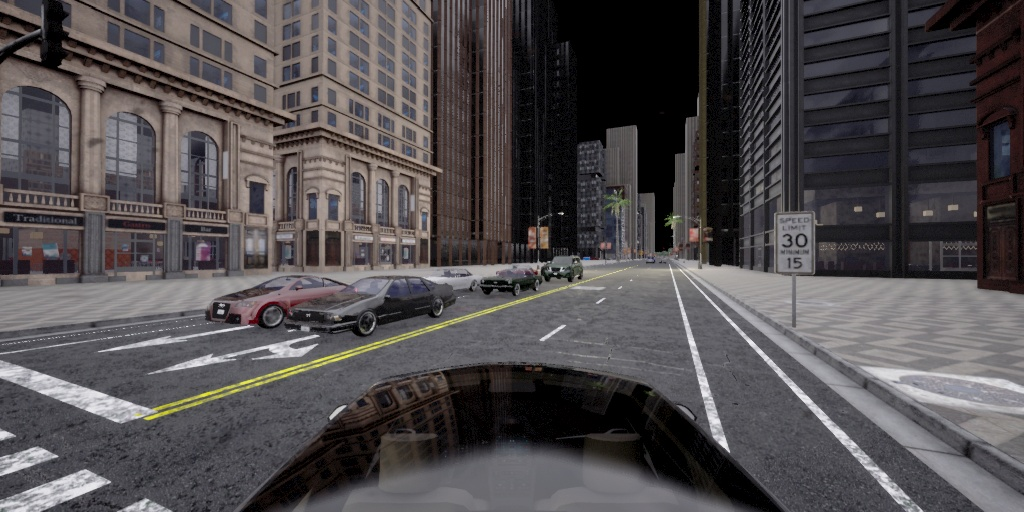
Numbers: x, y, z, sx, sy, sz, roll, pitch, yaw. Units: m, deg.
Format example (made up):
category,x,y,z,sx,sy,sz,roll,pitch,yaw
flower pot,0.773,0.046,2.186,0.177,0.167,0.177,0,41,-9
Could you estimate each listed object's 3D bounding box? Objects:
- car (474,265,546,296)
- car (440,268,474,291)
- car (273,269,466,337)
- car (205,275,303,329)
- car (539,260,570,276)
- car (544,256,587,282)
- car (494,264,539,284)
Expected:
category,x,y,z,sx,sy,sz,roll,pitch,yaw
car,0.074,1.358,19.554,1.895,1.301,4.718,0,0,24
car,-3.512,1.357,19.454,1.895,1.301,4.718,0,0,23
car,-3.738,1.299,10.755,2.033,1.411,5.357,0,0,23
car,-6.990,1.316,11.413,1.994,1.385,4.181,0,0,24
car,4.541,1.251,37.944,1.882,1.535,5.008,0,0,24
car,4.330,0.987,29.367,2.150,2.045,5.566,0,0,23
car,0.449,1.364,28.594,1.895,1.301,4.718,0,0,24
